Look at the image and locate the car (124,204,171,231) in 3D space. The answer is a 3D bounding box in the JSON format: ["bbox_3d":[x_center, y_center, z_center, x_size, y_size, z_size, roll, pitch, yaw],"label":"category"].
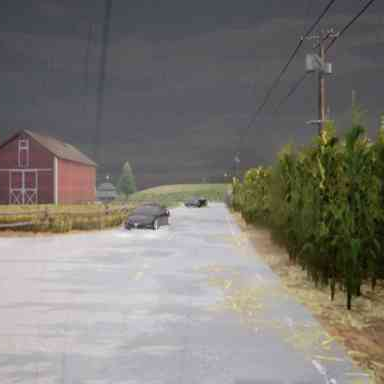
[{"bbox_3d":[-2.626,1.547,20.839,1.837,1.490,4.892,1,1,11],"label":"car"}]

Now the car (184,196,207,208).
[{"bbox_3d":[0.523,1.317,47.021,2.097,1.767,4.553,1,0,21],"label":"car"}]
